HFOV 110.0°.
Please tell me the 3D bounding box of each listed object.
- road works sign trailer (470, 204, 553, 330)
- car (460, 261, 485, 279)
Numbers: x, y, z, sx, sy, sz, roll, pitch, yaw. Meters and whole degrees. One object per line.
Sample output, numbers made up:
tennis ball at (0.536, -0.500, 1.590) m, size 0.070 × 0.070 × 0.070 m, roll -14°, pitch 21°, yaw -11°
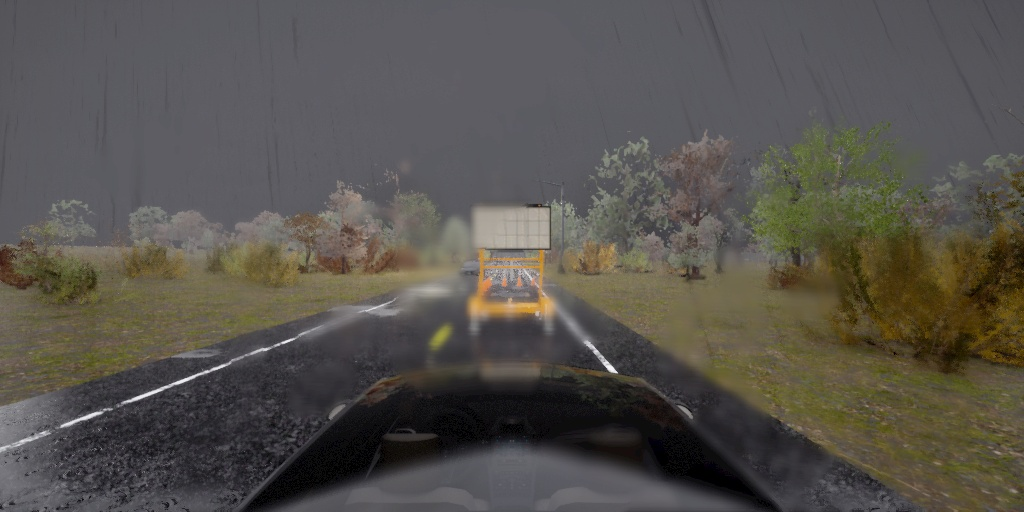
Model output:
road works sign trailer at (-0.008, 0.214, 11.042) m, size 2.380 × 3.560 × 2.880 m, roll 0°, pitch 0°, yaw 0°
car at (-3.527, 1.255, 32.580) m, size 1.837 × 1.490 × 4.892 m, roll 0°, pitch 0°, yaw 0°
